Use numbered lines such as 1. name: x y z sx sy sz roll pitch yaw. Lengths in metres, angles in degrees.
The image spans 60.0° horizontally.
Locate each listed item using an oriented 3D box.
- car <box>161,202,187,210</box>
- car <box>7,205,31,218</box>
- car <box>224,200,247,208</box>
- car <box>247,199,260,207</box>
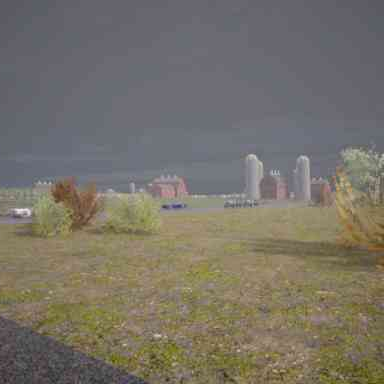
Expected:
1. car: -2.866 2.093 50.496 1.895 1.301 4.718 -1 -1 36
2. car: -15.567 1.856 32.902 1.895 1.301 4.718 -1 -1 36
3. car: 7.343 2.093 58.468 1.812 1.442 4.674 -1 -1 36
4. car: 11.487 2.173 64.283 1.812 1.442 4.674 -1 -1 36
